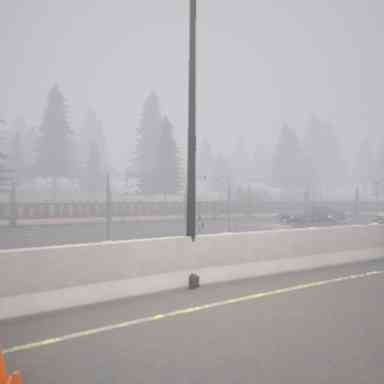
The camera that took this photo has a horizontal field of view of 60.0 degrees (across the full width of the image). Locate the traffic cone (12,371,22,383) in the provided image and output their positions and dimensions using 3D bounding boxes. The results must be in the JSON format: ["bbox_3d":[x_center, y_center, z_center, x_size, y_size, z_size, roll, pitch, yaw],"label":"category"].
[{"bbox_3d":[-1.618,1.951,3.064,0.340,0.580,0.340,1,0,-39],"label":"traffic cone"}]
